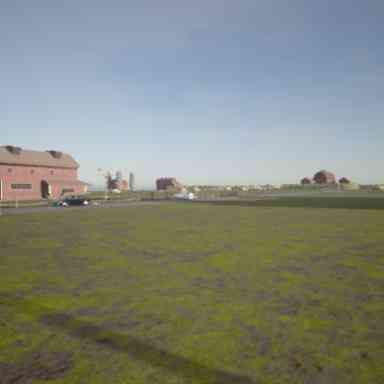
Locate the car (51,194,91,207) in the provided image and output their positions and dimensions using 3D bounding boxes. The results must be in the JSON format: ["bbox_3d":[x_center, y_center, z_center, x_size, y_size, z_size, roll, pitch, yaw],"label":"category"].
[{"bbox_3d":[-14.639,1.004,40.455,1.837,1.490,4.892,1,1,36],"label":"car"}]

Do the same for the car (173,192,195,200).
[{"bbox_3d":[-1.383,0.687,58.595,1.812,1.442,4.674,1,1,36],"label":"car"}]
